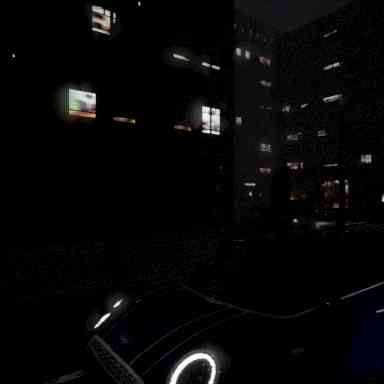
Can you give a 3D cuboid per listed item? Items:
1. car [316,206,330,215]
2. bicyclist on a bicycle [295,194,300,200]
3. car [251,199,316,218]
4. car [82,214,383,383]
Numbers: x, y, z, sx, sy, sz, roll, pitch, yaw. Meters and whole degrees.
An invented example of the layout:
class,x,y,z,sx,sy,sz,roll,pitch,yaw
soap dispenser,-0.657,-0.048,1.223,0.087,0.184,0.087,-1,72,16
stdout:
class,x,y,z,sx,sy,sz,roll,pitch,yaw
car,8.271,1.317,25.839,1.812,1.442,4.674,0,1,-37
bicyclist on a bicycle,11.503,1.011,36.215,1.656,1.620,0.582,0,1,-36
car,6.254,1.342,24.195,2.008,1.369,4.403,1,0,-36
car,1.069,1.352,4.141,4.553,1.767,2.097,0,0,-36
